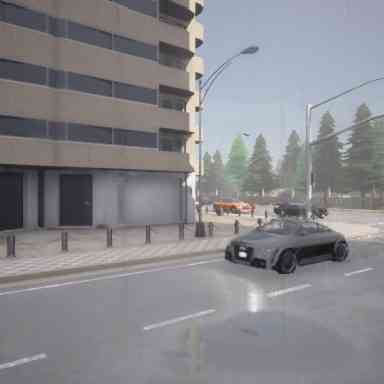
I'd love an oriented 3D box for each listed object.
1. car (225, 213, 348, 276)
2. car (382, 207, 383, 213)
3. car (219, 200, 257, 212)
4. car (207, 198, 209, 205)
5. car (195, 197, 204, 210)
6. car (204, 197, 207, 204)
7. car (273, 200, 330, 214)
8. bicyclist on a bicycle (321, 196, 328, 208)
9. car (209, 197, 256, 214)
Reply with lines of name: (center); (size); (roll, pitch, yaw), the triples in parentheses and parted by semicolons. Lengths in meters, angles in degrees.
car: (3.045, 1.564, 10.464); (4.181, 1.385, 1.994); (0, 0, -36)
car: (20.962, 1.582, 31.948); (1.812, 1.442, 4.674); (-1, 1, -45)
car: (5.571, 1.656, 40.996); (1.895, 1.301, 4.718); (0, 0, -36)
car: (1.625, 1.603, 58.757); (2.033, 1.411, 5.357); (0, 0, -35)
car: (-0.958, 1.533, 44.079); (1.882, 1.535, 5.008); (0, 0, -36)
car: (-0.231, 1.619, 49.058); (1.994, 1.385, 4.181); (0, 0, -36)
car: (9.613, 1.656, 29.414); (1.895, 1.301, 4.718); (0, 0, -36)
bicyclist on a bicycle: (17.331, 1.356, 43.469); (1.656, 1.620, 0.582); (0, 0, -36)
car: (4.396, 1.407, 36.646); (2.097, 1.767, 4.553); (0, 0, -36)
